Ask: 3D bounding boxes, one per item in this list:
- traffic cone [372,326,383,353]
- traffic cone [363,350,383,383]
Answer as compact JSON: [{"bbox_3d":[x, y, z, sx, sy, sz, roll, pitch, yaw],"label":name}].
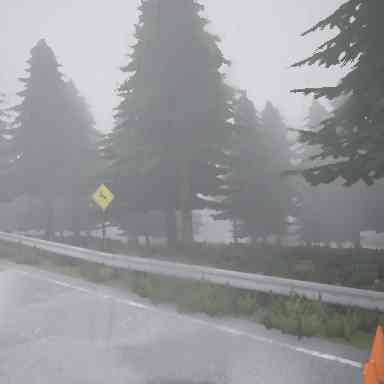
[{"bbox_3d":[2.324,1.956,4.115,0.340,0.580,0.340,0,0,34],"label":"traffic cone"},{"bbox_3d":[1.779,1.956,3.279,0.340,0.580,0.340,0,0,34],"label":"traffic cone"}]
